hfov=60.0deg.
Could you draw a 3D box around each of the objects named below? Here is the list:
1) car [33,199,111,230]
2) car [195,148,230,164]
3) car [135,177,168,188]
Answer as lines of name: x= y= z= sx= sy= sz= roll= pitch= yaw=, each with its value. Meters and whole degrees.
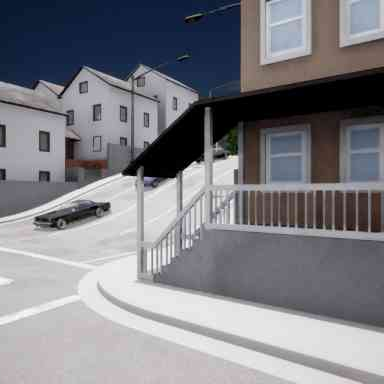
car: x=-7.528 y=1.290 z=21.125 sx=1.895 sy=1.301 sz=4.718 roll=0 pitch=11 yaw=34
car: x=2.170 y=-3.893 z=35.296 sx=1.895 sy=1.301 sz=4.718 roll=0 pitch=12 yaw=36
car: x=-2.898 y=-1.522 z=27.921 sx=1.812 sy=1.442 sz=4.674 roll=-1 pitch=19 yaw=33
